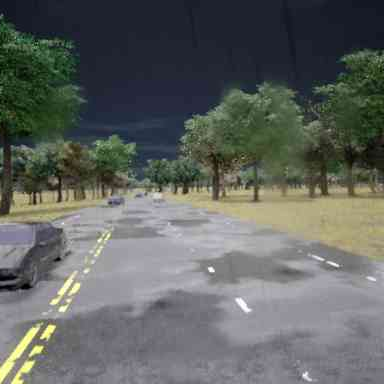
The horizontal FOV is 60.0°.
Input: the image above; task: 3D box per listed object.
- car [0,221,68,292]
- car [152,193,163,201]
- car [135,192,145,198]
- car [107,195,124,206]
[{"bbox_3d":[-4.810,1.532,9.149,2.033,1.411,5.357,-1,1,-9],"label":"car"},{"bbox_3d":[-6.354,0.909,62.020,1.812,1.442,4.674,-1,1,-9],"label":"car"},{"bbox_3d":[-13.635,0.894,84.954,2.033,1.411,5.357,-1,0,-9],"label":"car"},{"bbox_3d":[-10.517,1.182,46.186,2.033,1.411,5.357,-1,1,-5],"label":"car"}]
